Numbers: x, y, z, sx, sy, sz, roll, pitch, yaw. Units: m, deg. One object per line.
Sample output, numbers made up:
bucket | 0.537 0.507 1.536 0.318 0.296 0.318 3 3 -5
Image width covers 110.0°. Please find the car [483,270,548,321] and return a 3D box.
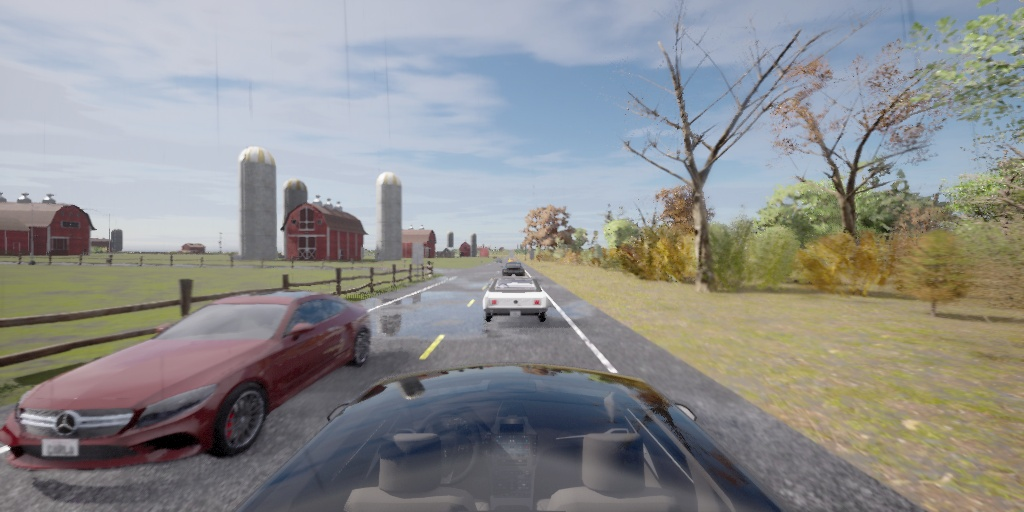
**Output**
car | 0.107 1.348 12.432 1.895 1.301 4.718 0 0 0

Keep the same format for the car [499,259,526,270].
car | 0.114 1.247 30.191 1.837 1.490 4.892 0 0 0

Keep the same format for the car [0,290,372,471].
car | -3.596 1.275 5.186 1.812 1.442 4.674 0 0 0
